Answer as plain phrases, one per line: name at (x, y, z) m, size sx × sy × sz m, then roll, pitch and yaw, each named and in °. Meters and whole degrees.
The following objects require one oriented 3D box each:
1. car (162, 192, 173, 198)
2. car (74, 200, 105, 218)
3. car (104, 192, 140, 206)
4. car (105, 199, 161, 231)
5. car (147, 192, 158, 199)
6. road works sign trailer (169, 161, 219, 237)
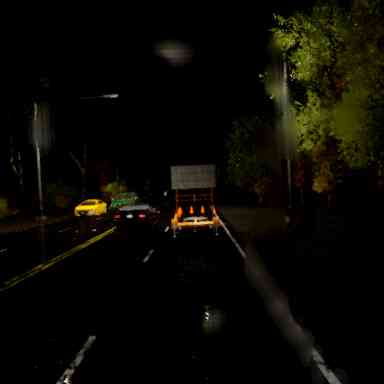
car at (-5.341, 0.663, 72.814) m, size 1.994 × 1.385 × 4.181 m, roll -3°, pitch 1°, yaw 1°
car at (-9.494, 1.495, 31.442) m, size 1.882 × 1.535 × 5.008 m, roll -3°, pitch 1°, yaw 1°
car at (-6.257, 1.088, 31.696) m, size 2.150 × 2.045 × 5.566 m, roll -3°, pitch 1°, yaw 1°
car at (-2.919, 1.372, 18.388) m, size 2.033 × 1.411 × 5.357 m, roll -2°, pitch -4°, yaw 1°
car at (-8.590, 0.733, 72.895) m, size 1.882 × 1.535 × 5.008 m, roll -3°, pitch 1°, yaw 1°
road works sign trailer at (0.123, 0.281, 17.049) m, size 2.380 × 3.560 × 2.880 m, roll -3°, pitch 1°, yaw 1°
